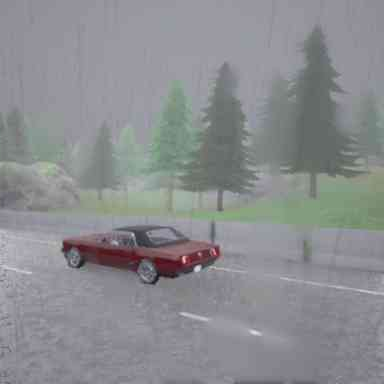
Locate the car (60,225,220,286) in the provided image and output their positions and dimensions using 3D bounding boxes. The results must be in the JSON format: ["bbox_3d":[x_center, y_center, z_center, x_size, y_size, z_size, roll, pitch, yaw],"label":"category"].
[{"bbox_3d":[-1.667,1.602,9.481,4.718,1.301,1.895,0,0,36],"label":"car"}]
